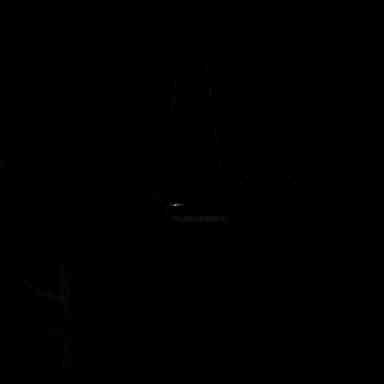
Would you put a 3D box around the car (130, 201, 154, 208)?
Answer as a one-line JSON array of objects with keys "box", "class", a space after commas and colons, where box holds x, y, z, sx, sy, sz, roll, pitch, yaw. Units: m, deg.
[{"box": [-9.948, 2.467, 67.149, 2.033, 1.411, 5.357, 0, -1, 36], "class": "car"}]
